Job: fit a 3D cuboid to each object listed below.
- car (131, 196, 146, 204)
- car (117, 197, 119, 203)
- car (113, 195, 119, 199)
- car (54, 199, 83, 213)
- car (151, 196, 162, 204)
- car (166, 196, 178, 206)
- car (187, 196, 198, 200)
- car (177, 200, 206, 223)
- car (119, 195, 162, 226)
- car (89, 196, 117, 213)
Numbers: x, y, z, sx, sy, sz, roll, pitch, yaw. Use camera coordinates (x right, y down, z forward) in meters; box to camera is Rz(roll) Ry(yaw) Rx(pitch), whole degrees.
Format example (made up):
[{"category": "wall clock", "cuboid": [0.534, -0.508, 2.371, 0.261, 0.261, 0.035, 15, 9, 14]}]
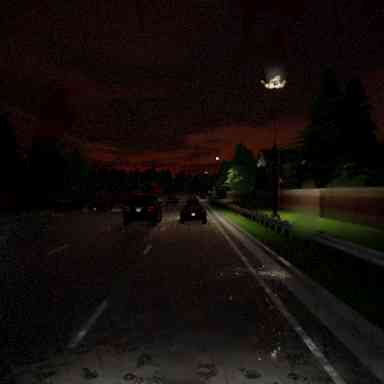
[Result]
[{"category": "car", "cuboid": [-10.408, 1.538, 64.736, 2.128, 1.511, 4.902, 0, 0, 0]}, {"category": "car", "cuboid": [-6.905, 1.505, 38.569, 1.882, 1.535, 5.008, 0, 0, 0]}, {"category": "car", "cuboid": [-13.907, 1.396, 62.073, 2.097, 1.767, 4.553, 0, 0, 0]}, {"category": "car", "cuboid": [-13.902, 1.504, 37.717, 1.882, 1.535, 5.008, 0, 0, 0]}, {"category": "car", "cuboid": [-6.908, 1.573, 65.223, 1.812, 1.442, 4.674, 0, 0, 0]}, {"category": "car", "cuboid": [-3.409, 1.547, 57.668, 1.837, 1.490, 4.892, 0, 0, 0]}, {"category": "car", "cuboid": [0.093, 1.522, 59.436, 1.882, 1.535, 5.008, 0, 0, 0]}, {"category": "car", "cuboid": [0.098, 1.584, 26.030, 1.994, 1.385, 4.181, 0, 0, 0]}, {"category": "car", "cuboid": [-3.398, 1.239, 23.766, 2.150, 2.045, 5.566, 0, 0, 0]}, {"category": "car", "cuboid": [-10.404, 1.532, 38.181, 1.837, 1.490, 4.892, 0, 0, 0]}]
